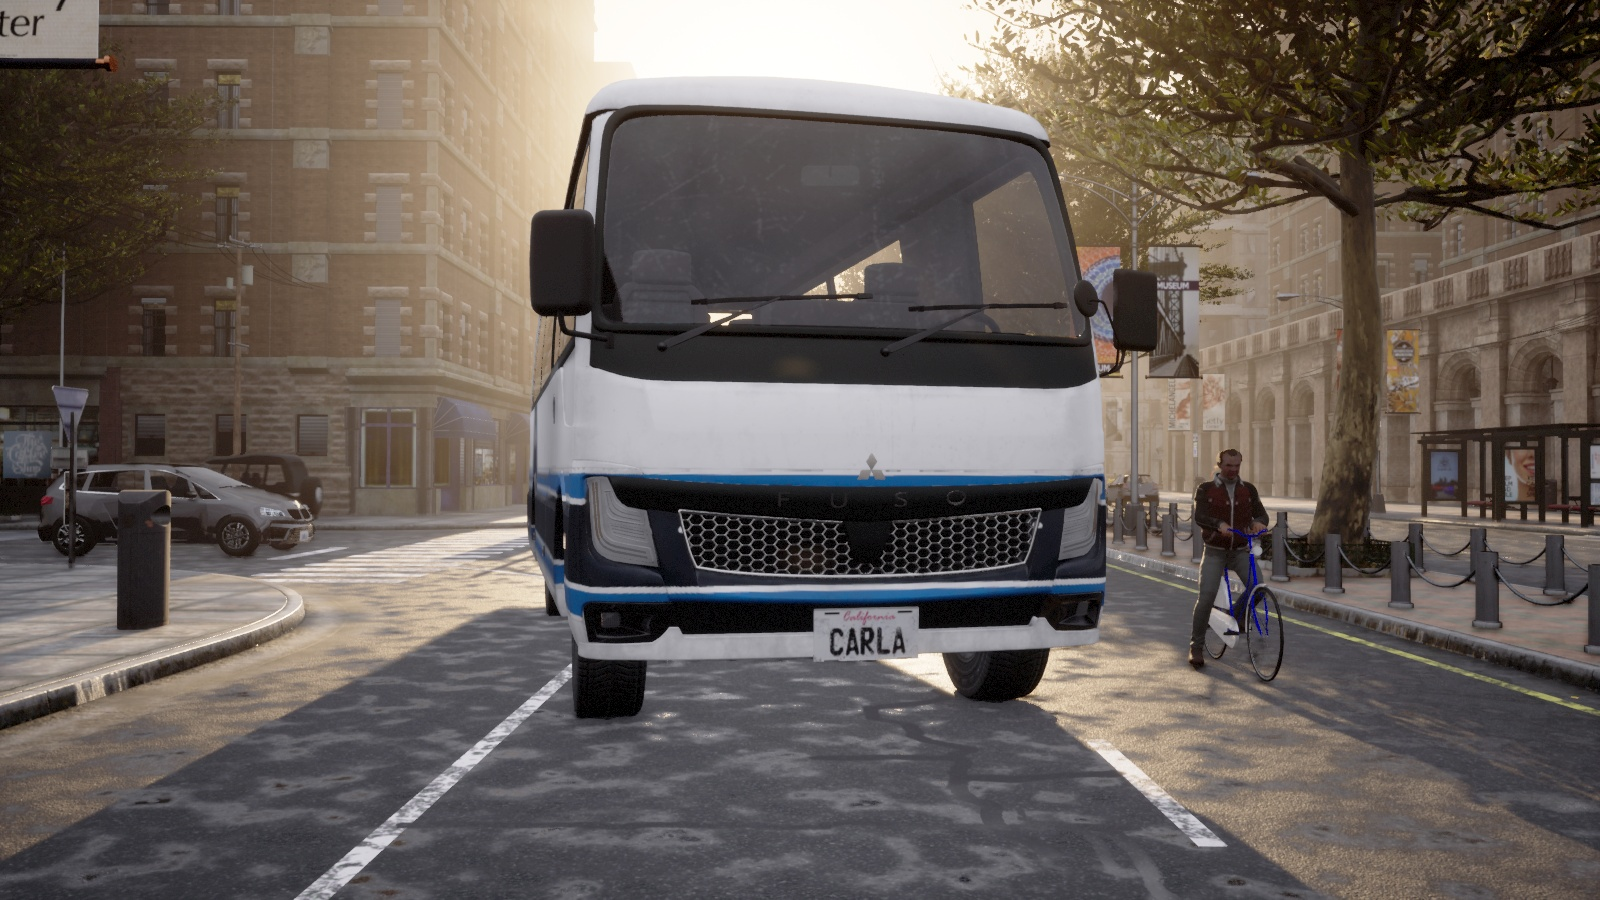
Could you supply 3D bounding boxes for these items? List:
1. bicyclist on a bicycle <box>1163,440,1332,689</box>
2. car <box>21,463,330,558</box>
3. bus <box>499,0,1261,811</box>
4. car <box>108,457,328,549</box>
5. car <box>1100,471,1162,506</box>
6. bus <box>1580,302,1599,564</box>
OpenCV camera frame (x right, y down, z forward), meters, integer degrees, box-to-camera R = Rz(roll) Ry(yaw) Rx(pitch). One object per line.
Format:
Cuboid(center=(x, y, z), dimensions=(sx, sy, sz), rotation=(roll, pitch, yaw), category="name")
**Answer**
Cuboid(center=(3.475, 0.838, 9.929), dimensions=(0.659, 1.776, 1.843), rotation=(0, -1, 0), category="bicyclist on a bicycle")
Cuboid(center=(-11.478, 1.096, 23.356), dimensions=(4.611, 1.667, 2.242), rotation=(0, -1, 0), category="car")
Cuboid(center=(-0.664, -0.370, 11.292), dimensions=(3.944, 4.253, 10.273), rotation=(0, -1, -14), category="bus")
Cuboid(center=(-12.379, 1.111, 26.943), dimensions=(3.866, 1.878, 1.905), rotation=(0, -1, -6), category="car")
Cuboid(center=(14.860, 1.716, 56.529), dimensions=(1.845, 1.501, 3.633), rotation=(0, -1, 0), category="car")
Cuboid(center=(14.956, -0.358, 15.708), dimensions=(3.944, 4.253, 10.273), rotation=(0, -1, 0), category="bus")
